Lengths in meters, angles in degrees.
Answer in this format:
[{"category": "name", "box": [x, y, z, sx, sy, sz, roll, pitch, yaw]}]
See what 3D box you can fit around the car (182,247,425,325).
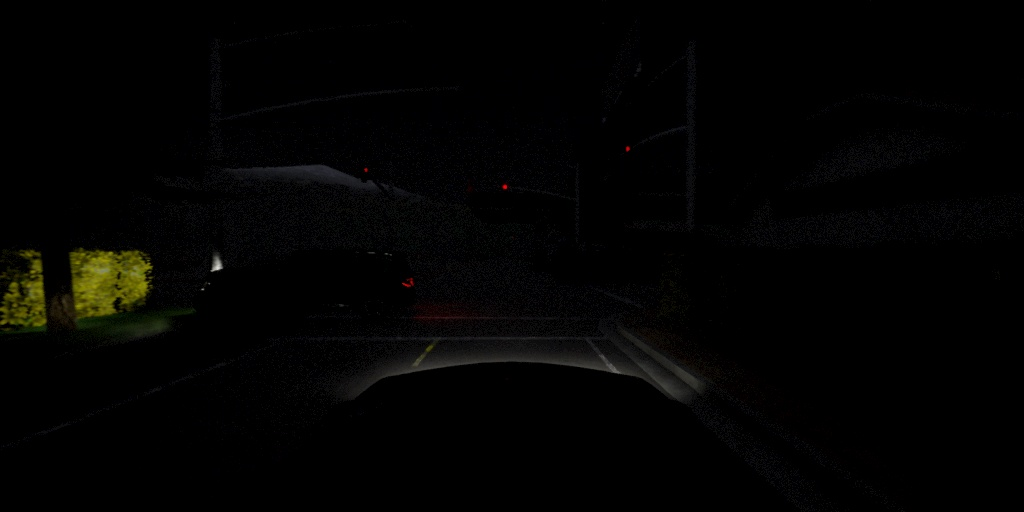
[{"category": "car", "box": [-5.695, 0.767, 10.658, 5.566, 2.045, 2.150, 3, 5, -20]}]
